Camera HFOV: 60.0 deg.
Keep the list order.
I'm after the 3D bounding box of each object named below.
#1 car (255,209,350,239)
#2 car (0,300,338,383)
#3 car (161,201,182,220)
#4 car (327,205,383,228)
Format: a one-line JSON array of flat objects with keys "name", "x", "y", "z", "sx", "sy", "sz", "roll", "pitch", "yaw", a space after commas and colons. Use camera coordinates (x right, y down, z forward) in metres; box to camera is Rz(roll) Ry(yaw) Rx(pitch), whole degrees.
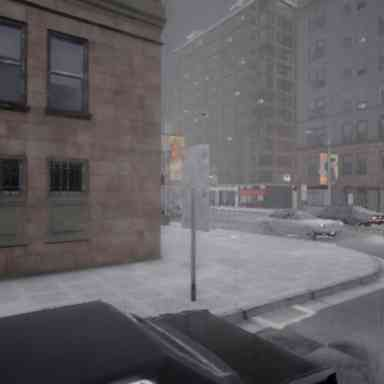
[{"name": "car", "x": 5.660, "y": 1.674, "z": 17.918, "sx": 1.895, "sy": 1.301, "sz": 4.718, "roll": 0, "pitch": 0, "yaw": -31}, {"name": "car", "x": -1.246, "y": 1.601, "z": 2.056, "sx": 4.718, "sy": 1.301, "sz": 1.895, "roll": 0, "pitch": 0, "yaw": -34}, {"name": "car", "x": -1.984, "y": 1.589, "z": 28.982, "sx": 2.128, "sy": 1.511, "sz": 4.902, "roll": 0, "pitch": 0, "yaw": -35}, {"name": "car", "x": 10.460, "y": 1.640, "z": 23.082, "sx": 2.033, "sy": 1.411, "sz": 5.357, "roll": 0, "pitch": 0, "yaw": -36}]
